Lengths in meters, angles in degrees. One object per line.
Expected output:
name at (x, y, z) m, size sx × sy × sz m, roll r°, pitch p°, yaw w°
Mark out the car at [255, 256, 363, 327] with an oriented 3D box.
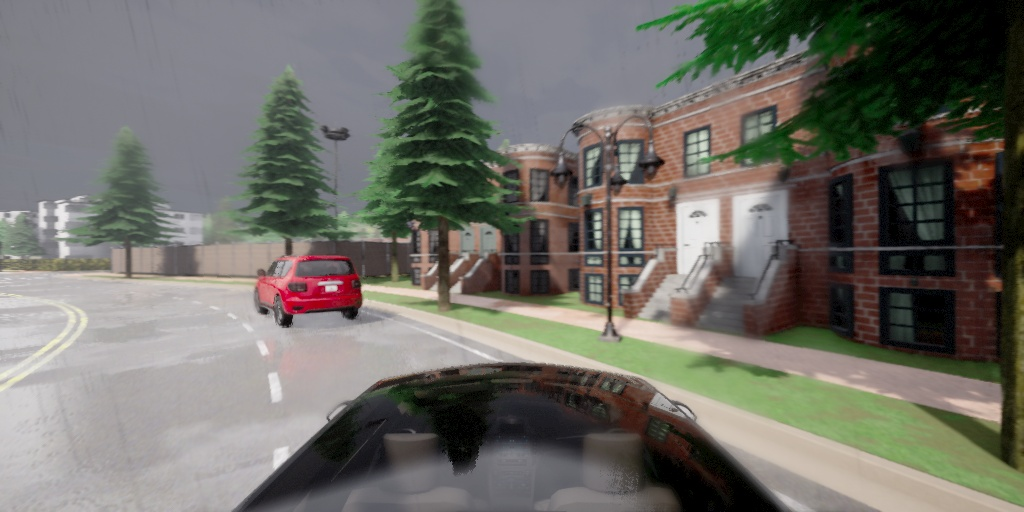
car at (-6.945, 1.020, 12.057) m, size 2.150 × 2.045 × 5.566 m, roll 0°, pitch 0°, yaw -44°
